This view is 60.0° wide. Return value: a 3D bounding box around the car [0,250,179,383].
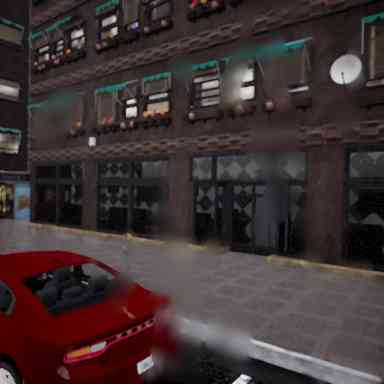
[{"bbox_3d":[-2.258,1.475,4.475,4.507,1.381,1.887,1,1,35],"label":"car"}]
